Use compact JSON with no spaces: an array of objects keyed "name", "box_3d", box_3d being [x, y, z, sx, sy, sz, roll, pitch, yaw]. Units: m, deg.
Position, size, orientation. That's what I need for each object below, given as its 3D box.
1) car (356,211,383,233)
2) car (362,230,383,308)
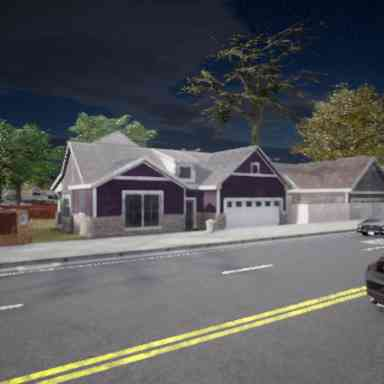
[{"name":"car","box_3d":[11.426,1.724,18.536,5.357,1.411,2.033,0,-1,-33]},{"name":"car","box_3d":[5.506,1.582,6.768,4.892,1.490,1.837,0,-1,-33]}]
